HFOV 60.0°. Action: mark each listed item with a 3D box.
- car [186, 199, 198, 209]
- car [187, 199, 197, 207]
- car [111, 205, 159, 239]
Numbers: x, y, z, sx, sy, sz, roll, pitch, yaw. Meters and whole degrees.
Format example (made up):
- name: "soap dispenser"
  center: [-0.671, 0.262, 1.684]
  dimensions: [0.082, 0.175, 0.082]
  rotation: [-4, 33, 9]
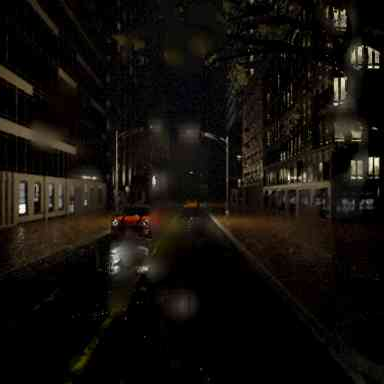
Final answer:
- name: "car"
  center: [0.004, 2.134, 57.540]
  dimensions: [1.882, 1.535, 5.008]
  rotation: [0, -1, 0]
- name: "car"
  center: [0.004, 2.241, 67.955]
  dimensions: [1.837, 1.490, 4.892]
  rotation: [0, -1, 0]
- name: "car"
  center: [-3.061, 1.555, 18.600]
  dimensions: [2.097, 1.767, 4.553]
  rotation: [0, 0, 0]
